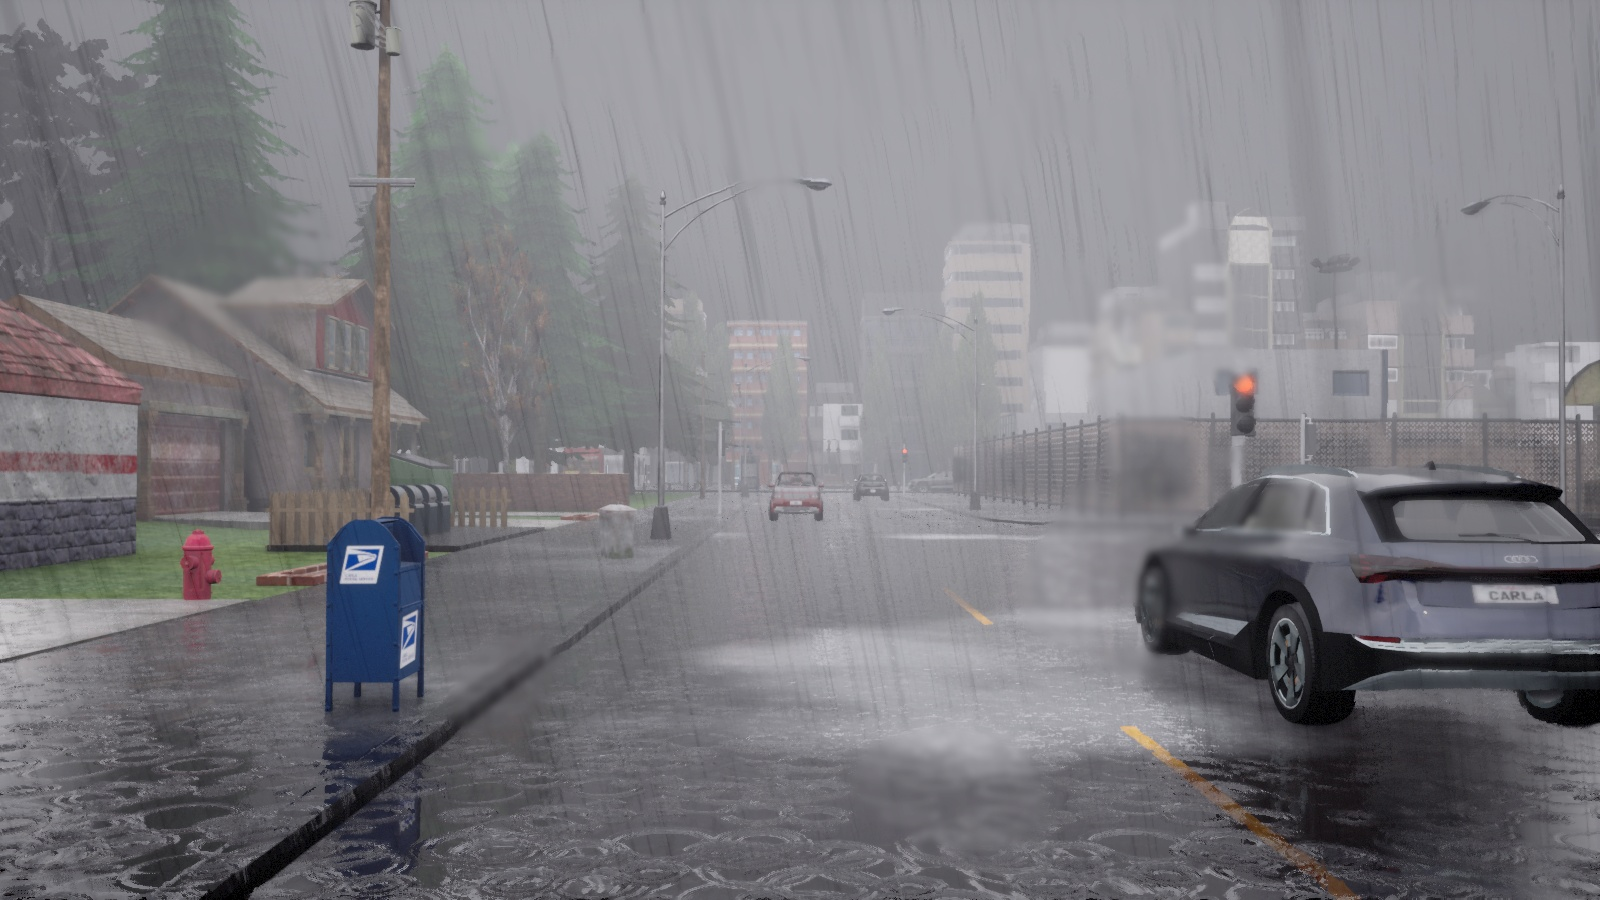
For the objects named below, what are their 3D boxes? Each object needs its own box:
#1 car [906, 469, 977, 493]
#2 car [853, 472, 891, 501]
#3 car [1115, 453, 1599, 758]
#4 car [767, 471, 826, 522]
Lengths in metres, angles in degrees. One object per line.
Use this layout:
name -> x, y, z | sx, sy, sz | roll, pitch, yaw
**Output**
car -> 10.145, 2.214, 90.128 | 4.856, 1.649, 2.033 | 0, -1, -1
car -> 3.826, 1.944, 67.558 | 1.816, 1.474, 4.193 | 0, -1, 0
car -> 3.983, 0.884, 9.267 | 2.033, 1.649, 4.856 | 0, -1, -1
car -> -0.104, 1.468, 40.252 | 1.789, 1.549, 3.705 | 0, -1, 0
